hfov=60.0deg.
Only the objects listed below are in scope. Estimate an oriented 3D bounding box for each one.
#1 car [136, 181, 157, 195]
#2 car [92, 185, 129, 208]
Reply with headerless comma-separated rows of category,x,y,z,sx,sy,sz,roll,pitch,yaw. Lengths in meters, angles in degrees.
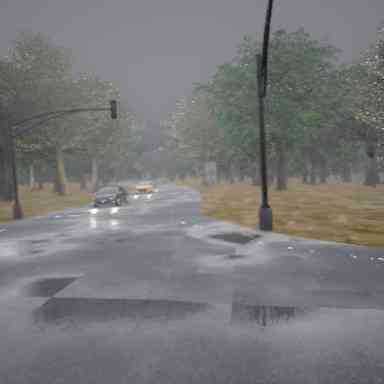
car,-6.066,-0.561,42.702,1.882,1.535,5.008,-3,3,-2
car,-6.144,0.294,25.549,1.837,1.490,4.892,-3,3,2
